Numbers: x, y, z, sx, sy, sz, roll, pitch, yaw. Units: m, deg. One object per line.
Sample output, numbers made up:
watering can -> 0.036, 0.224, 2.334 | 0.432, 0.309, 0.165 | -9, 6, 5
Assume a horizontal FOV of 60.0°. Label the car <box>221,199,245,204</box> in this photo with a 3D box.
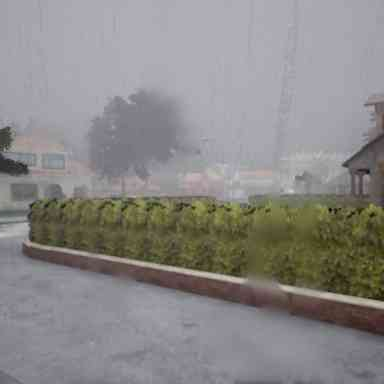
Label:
car -> 4.714, 1.490, 38.090 | 2.128, 1.511, 4.902 | 0, 0, 36
